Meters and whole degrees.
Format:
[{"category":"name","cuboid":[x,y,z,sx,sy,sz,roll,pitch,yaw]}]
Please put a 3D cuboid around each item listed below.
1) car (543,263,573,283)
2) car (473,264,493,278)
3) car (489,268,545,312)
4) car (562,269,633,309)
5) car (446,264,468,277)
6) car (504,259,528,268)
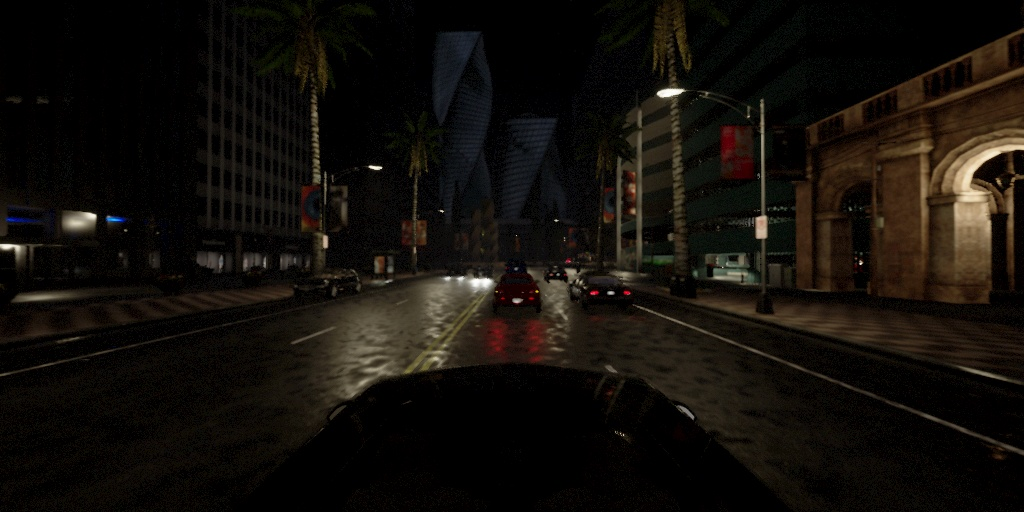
[{"category":"car","cuboid":[3.863,1.635,32.207,2.033,1.411,5.357,0,-1,1]},{"category":"car","cuboid":[-3.173,1.652,39.568,2.128,1.511,4.902,0,-1,2]},{"category":"car","cuboid":[0.194,1.420,14.896,1.812,1.442,4.674,0,-1,1]},{"category":"car","cuboid":[3.709,1.456,15.831,2.033,1.411,5.357,0,-1,1]},{"category":"car","cuboid":[-6.536,1.699,42.939,1.837,1.490,4.892,0,-1,3]},{"category":"car","cuboid":[0.403,1.349,36.256,2.150,2.045,5.566,0,-1,1]}]
